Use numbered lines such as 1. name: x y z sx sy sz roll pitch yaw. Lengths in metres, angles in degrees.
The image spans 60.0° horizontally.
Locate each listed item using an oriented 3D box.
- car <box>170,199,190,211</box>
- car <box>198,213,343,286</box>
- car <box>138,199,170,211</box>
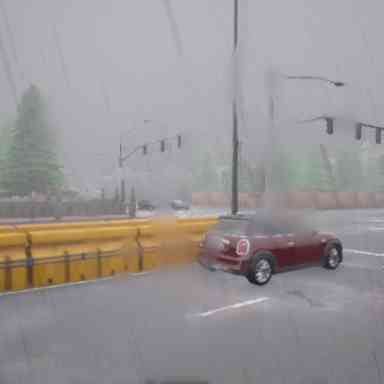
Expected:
1. car: -2.153 1.697 44.244 1.812 1.442 4.674 1 0 -36
2. car: 2.448 1.407 9.815 4.553 1.767 2.097 0 0 -35
3. car: -5.146 1.649 42.410 1.837 1.490 4.892 1 0 -36
